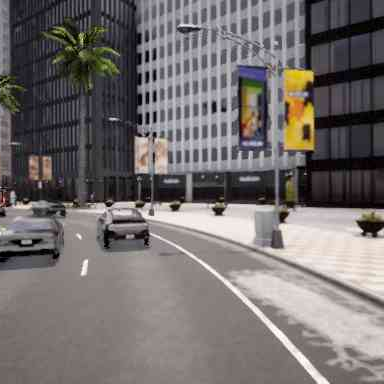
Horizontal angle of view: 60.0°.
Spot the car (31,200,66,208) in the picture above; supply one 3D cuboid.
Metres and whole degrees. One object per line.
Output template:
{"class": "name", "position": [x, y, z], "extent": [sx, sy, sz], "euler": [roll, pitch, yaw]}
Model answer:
{"class": "car", "position": [-13.022, 1.491, 29.979], "extent": [1.837, 1.490, 4.892], "euler": [0, 0, -44]}

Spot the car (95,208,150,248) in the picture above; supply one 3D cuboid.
{"class": "car", "position": [-3.200, 1.464, 14.874], "extent": [2.128, 1.511, 4.902], "euler": [0, 0, -21]}

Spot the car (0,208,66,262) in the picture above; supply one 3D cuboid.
{"class": "car", "position": [-5.804, 1.545, 12.334], "extent": [2.033, 1.411, 5.357], "euler": [0, 0, -20]}

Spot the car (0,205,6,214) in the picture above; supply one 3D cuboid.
{"class": "car", "position": [-18.738, 1.586, 30.388], "extent": [4.181, 1.385, 1.994], "euler": [0, 0, 40]}
